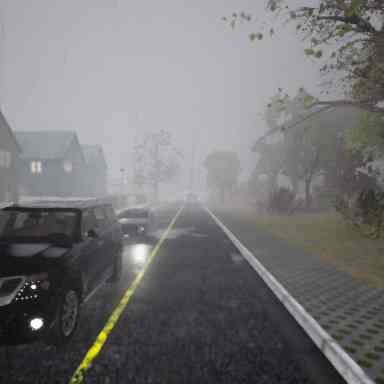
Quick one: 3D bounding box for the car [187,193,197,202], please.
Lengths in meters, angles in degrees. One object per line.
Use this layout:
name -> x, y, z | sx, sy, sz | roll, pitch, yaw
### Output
car -> -0.111, 1.136, 76.278 | 2.150, 2.045, 5.566 | 0, 0, 0

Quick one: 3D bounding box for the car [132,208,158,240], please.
car -> -2.866, 1.528, 17.194 | 2.033, 1.411, 5.357 | 0, 0, 0

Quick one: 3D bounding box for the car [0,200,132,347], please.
car -> -2.858, 1.215, 6.707 | 2.150, 2.045, 5.566 | 0, 0, 0
